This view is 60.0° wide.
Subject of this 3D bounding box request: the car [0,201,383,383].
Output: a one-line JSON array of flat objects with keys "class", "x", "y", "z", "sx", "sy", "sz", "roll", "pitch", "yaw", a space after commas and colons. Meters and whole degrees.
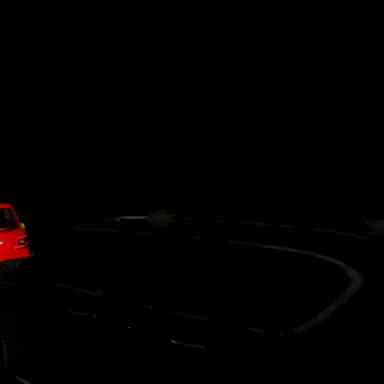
[{"class": "car", "x": -0.276, "y": 1.214, "z": 3.583, "sx": 5.566, "sy": 2.045, "sz": 2.150, "roll": 0, "pitch": 0, "yaw": 36}]
